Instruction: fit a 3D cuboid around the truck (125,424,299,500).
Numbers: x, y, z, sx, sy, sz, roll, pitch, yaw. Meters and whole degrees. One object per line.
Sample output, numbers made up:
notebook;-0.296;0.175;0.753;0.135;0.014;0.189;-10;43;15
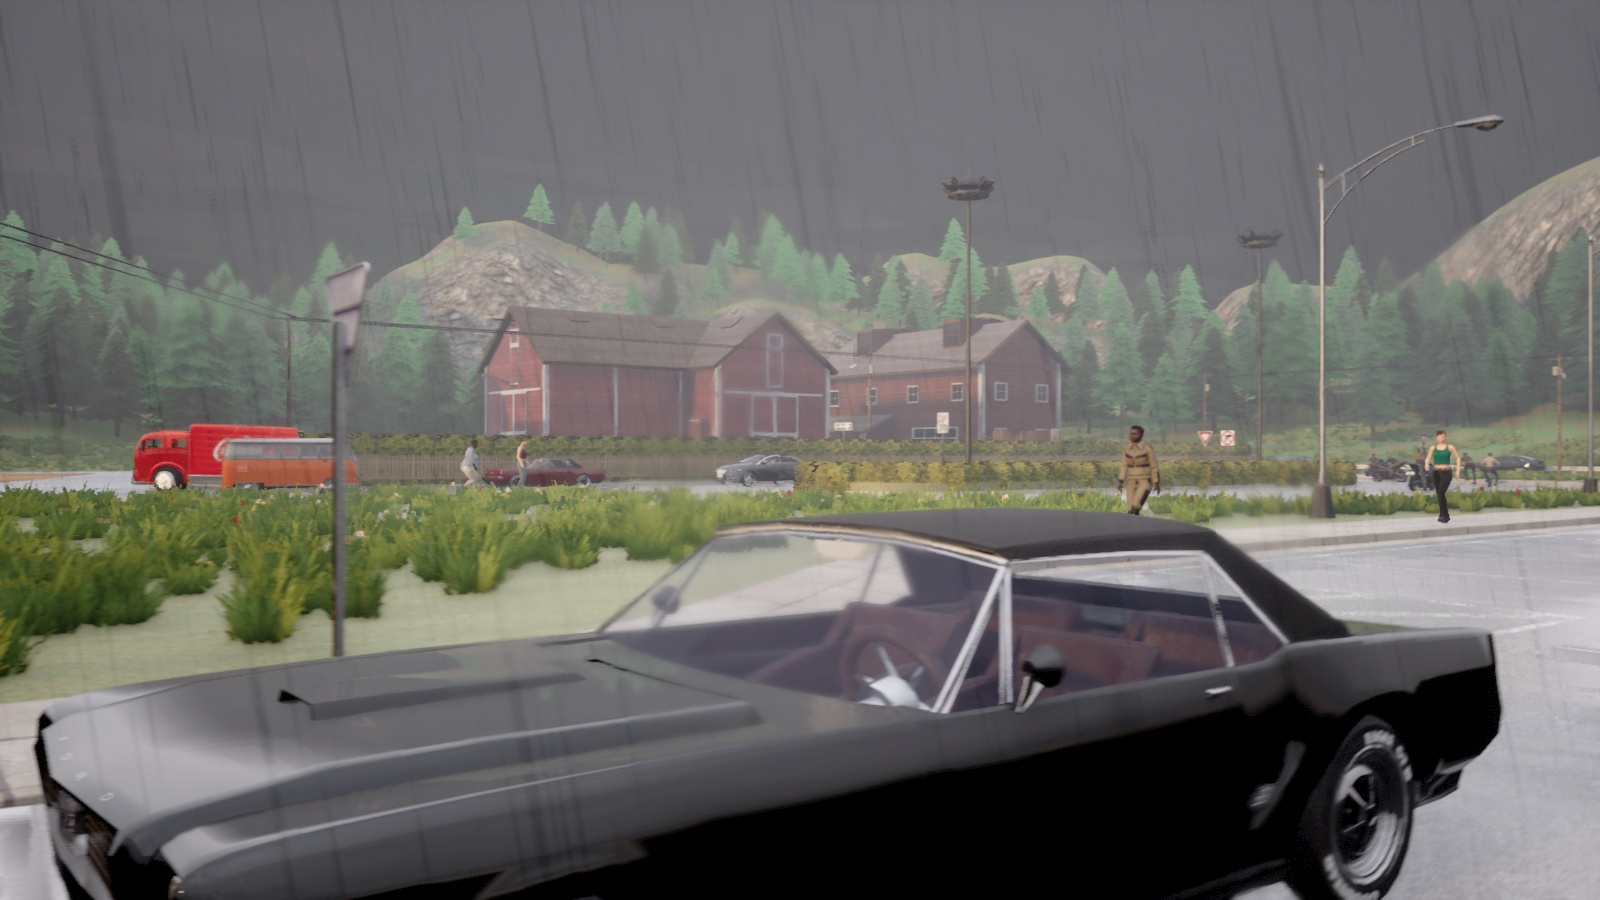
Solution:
truck;-20.430;0.415;43.964;5.204;2.467;2.627;1;1;-19

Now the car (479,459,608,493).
car;-10.323;1.020;50.725;4.718;1.301;1.895;0;0;-37

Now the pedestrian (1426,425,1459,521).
pedestrian;12.412;0.441;24.254;0.594;1.836;0.345;0;0;-40

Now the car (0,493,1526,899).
car;0.229;0.857;3.948;4.718;1.301;1.895;0;0;-38

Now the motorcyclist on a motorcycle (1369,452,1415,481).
motorcyclist on a motorcycle;32.086;0.900;68.127;0.866;1.530;2.191;0;0;-27

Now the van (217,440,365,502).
van;-16.900;0.661;41.712;4.442;1.987;1.775;0;0;-27

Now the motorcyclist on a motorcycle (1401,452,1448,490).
motorcyclist on a motorcycle;25.786;0.868;51.846;2.191;1.530;0.866;0;0;-37

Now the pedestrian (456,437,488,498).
pedestrian;-10.257;0.541;39.254;0.900;1.855;0.874;0;0;-20

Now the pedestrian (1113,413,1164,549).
pedestrian;4.921;0.442;18.241;0.692;1.930;0.396;0;0;-43

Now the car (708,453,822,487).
car;-1.563;0.874;57.297;4.902;1.511;2.128;0;0;-37

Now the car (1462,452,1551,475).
car;47.750;0.881;84.931;1.837;1.490;4.892;0;0;-41

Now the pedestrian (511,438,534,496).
pedestrian;-8.748;0.538;39.587;0.594;1.836;0.345;0;0;9
